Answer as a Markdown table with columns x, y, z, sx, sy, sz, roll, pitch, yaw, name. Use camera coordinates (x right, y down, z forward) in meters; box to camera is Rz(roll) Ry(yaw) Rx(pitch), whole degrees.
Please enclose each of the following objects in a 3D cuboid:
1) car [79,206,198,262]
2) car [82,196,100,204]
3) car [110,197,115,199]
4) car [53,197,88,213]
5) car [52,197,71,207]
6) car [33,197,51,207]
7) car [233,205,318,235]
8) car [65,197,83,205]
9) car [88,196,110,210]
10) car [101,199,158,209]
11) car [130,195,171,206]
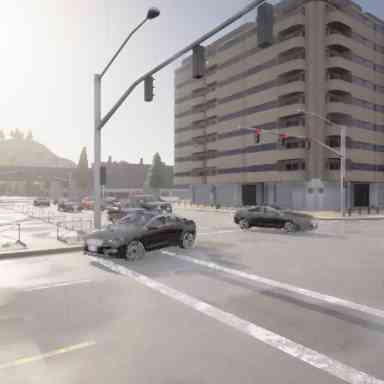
| x | y | z | sx | sy | sz | roll | pitch | yaw | name |
| --- | --- | --- | --- | --- | --- | --- | --- | --- | --- |
| -1.675 | 1.500 | 12.315 | 2.128 | 1.511 | 4.902 | 1 | 0 | 35 | car |
| -19.679 | 1.533 | 64.794 | 1.882 | 1.535 | 5.008 | 0 | 0 | -35 | car |
| -14.280 | 1.581 | 57.170 | 1.812 | 1.442 | 4.674 | 0 | 0 | -35 | car |
| -14.155 | 1.548 | 38.497 | 2.128 | 1.511 | 4.902 | 0 | 0 | -35 | car |
| -21.853 | 1.627 | 55.581 | 1.812 | 1.442 | 4.674 | 0 | 0 | -35 | car |
| -23.177 | 1.563 | 51.342 | 1.837 | 1.490 | 4.892 | 0 | -1 | -35 | car |
| 4.707 | 1.526 | 19.335 | 4.902 | 1.511 | 2.128 | 0 | 0 | 42 | car |
| -22.087 | 1.619 | 62.139 | 1.994 | 1.385 | 4.181 | 0 | 0 | -35 | car |
| -12.696 | 1.407 | 42.496 | 2.097 | 1.767 | 4.553 | 0 | 0 | -35 | car |
| -4.937 | 1.547 | 25.478 | 2.128 | 1.511 | 4.902 | 0 | 0 | -35 | car |
| -3.891 | 1.278 | 30.058 | 2.150 | 2.045 | 5.566 | 0 | 0 | -35 | car |
